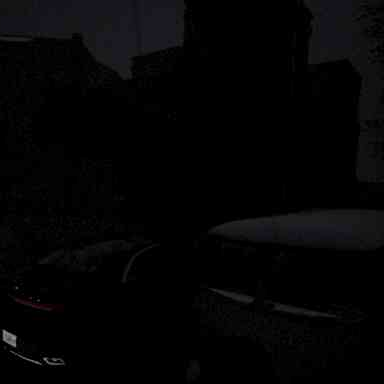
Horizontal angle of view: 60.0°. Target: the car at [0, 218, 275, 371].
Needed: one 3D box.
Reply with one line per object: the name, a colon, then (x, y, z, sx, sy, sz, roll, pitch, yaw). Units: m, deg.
car: (-0.648, 1.392, 5.734, 2.231, 1.521, 4.892, 3, 1, 35)
